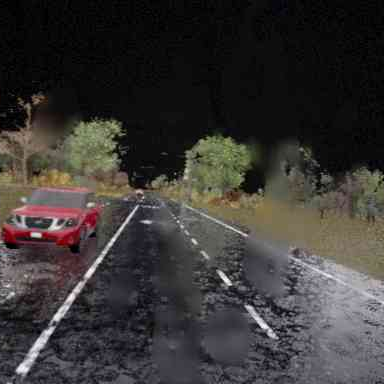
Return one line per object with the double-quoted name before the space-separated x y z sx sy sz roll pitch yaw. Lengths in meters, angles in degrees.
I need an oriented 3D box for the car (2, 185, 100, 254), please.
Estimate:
"car" -4.703 0.823 12.098 2.150 2.045 5.566 5 0 -7
